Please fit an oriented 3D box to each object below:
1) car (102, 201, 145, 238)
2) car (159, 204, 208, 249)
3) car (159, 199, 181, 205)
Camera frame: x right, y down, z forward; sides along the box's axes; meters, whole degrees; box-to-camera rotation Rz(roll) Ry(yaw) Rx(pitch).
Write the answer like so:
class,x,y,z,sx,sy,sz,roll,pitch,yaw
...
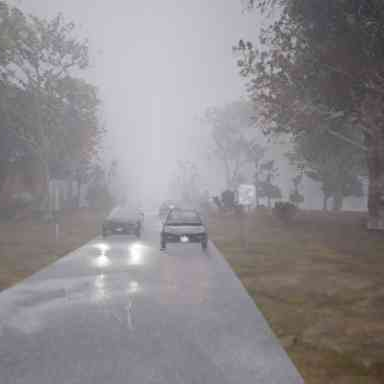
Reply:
class,x,y,z,sx,sy,sz,roll,pitch,yaw
car,-3.588,1.493,18.044,1.882,1.535,5.008,0,0,-5
car,-0.412,1.518,14.546,2.128,1.511,4.902,0,0,-3
car,-2.159,1.500,32.855,2.097,1.767,4.553,1,-1,-7
